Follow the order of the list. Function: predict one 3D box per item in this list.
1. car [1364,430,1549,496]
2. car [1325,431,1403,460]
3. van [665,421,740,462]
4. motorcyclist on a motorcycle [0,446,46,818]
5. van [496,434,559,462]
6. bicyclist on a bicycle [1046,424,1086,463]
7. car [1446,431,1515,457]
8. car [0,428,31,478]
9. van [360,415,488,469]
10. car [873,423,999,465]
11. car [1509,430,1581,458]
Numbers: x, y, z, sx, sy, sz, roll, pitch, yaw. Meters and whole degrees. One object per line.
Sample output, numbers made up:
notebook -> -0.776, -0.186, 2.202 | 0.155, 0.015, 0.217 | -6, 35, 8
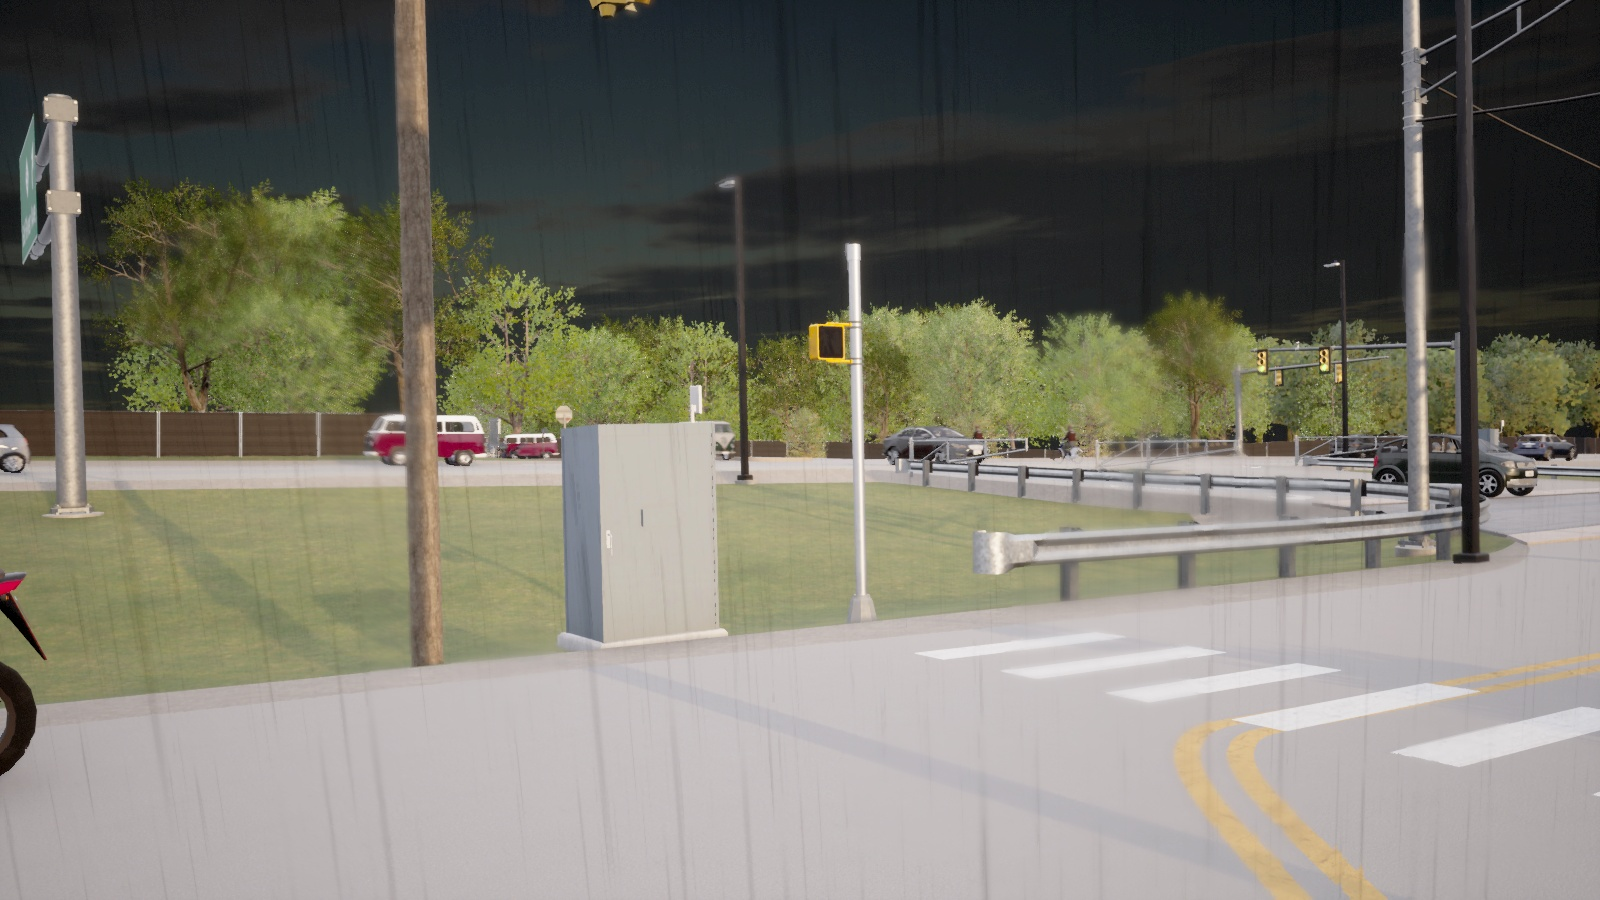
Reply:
car -> 16.435, 0.310, 31.579 | 1.789, 1.549, 3.705 | -1, 0, -34
car -> 29.631, -0.214, 65.912 | 4.193, 1.474, 1.816 | 0, 0, -34
van -> -4.922, -0.427, 62.832 | 1.775, 1.987, 4.442 | -1, 1, -35
motorcyclist on a motorcycle -> -4.218, 0.750, 4.986 | 2.044, 1.523, 0.797 | 0, 0, -35
van -> -20.910, -0.127, 96.359 | 4.480, 2.038, 2.069 | -2, 0, -17
bicyclist on a bicycle -> 12.210, -0.294, 57.724 | 0.659, 1.776, 1.843 | 0, 0, -35
car -> 39.298, -0.323, 72.485 | 3.806, 1.475, 1.970 | 0, 0, -34
car -> -24.990, 0.099, 37.236 | 3.633, 1.501, 1.845 | -1, 0, -34
van -> -14.799, -0.301, 49.475 | 4.480, 2.038, 2.069 | 0, 0, -30
car -> 5.145, -0.215, 48.118 | 2.128, 1.511, 4.902 | 0, 0, -34
car -> 41.294, -0.334, 69.610 | 3.806, 1.475, 1.970 | 0, 0, -34
